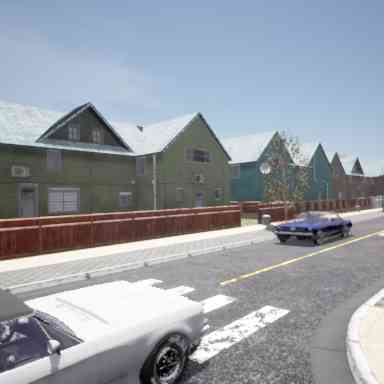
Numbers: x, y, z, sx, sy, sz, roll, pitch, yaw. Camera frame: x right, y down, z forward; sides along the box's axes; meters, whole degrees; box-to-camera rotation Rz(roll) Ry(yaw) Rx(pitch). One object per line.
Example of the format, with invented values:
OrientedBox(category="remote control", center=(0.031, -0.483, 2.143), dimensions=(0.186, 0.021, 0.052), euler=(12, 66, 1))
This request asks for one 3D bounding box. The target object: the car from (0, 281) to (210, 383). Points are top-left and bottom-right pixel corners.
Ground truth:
OrientedBox(category="car", center=(-1.964, 1.645, 3.288), dimensions=(1.895, 1.301, 4.718), euler=(-1, 0, 44))

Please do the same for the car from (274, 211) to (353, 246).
OrientedBox(category="car", center=(5.773, 1.606, 15.583), dimensions=(1.895, 1.301, 4.718), euler=(-2, -1, 44))
